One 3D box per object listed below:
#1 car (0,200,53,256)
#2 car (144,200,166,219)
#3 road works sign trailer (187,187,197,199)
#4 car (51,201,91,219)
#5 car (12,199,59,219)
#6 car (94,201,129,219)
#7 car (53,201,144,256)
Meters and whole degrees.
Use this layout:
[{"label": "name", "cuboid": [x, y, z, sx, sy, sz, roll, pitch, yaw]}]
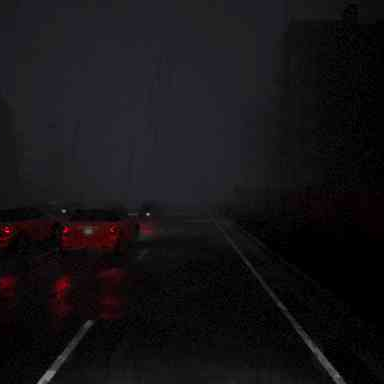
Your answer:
[{"label": "car", "cuboid": [-6.932, 1.334, 13.180, 2.097, 1.767, 4.553, 0, 0, 0]}, {"label": "car", "cuboid": [-3.431, 1.469, 28.576, 1.837, 1.490, 4.892, 0, 1, 0]}, {"label": "road works sign trailer", "cuboid": [-0.009, 0.354, 84.623, 2.380, 3.560, 2.880, 0, 0, 0]}, {"label": "car", "cuboid": [-10.429, 1.526, 29.086, 1.994, 1.385, 4.181, 0, 0, 0]}, {"label": "car", "cuboid": [-13.925, 1.438, 30.033, 1.882, 1.535, 5.008, 0, 0, 0]}, {"label": "car", "cuboid": [-6.929, 1.526, 29.088, 1.994, 1.385, 4.181, 0, 0, 0]}, {"label": "car", "cuboid": [-3.431, 1.334, 13.187, 2.097, 1.767, 4.553, 0, 0, 0]}]
